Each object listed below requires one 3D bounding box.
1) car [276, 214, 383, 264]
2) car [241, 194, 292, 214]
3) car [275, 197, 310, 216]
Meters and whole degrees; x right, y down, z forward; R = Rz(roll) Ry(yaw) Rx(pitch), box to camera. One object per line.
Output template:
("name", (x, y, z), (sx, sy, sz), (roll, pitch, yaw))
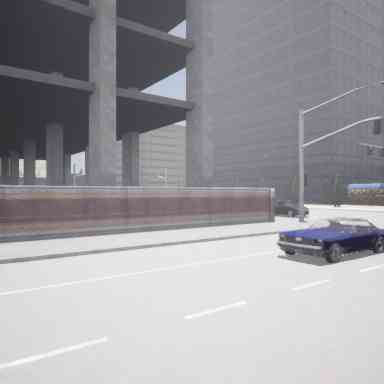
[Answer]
("car", (5.227, 1.601, 12.014), (4.718, 1.301, 1.895), (0, 0, -36))
("car", (8.195, 1.221, 37.309), (2.150, 2.045, 5.566), (0, 0, -36))
("car", (8.522, 1.505, 30.851), (1.837, 1.490, 4.892), (0, 0, -35))
